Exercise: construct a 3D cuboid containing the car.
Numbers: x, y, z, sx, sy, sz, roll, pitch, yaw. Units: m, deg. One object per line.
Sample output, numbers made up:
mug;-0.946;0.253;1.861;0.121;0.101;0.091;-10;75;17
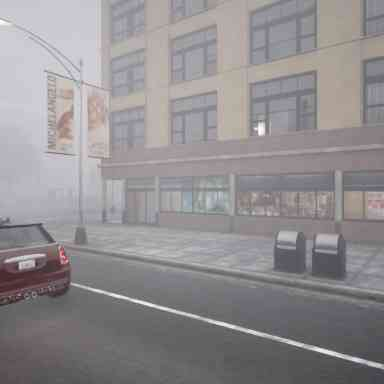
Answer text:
car;-4.756;1.352;7.367;4.553;1.767;2.097;0;0;36
